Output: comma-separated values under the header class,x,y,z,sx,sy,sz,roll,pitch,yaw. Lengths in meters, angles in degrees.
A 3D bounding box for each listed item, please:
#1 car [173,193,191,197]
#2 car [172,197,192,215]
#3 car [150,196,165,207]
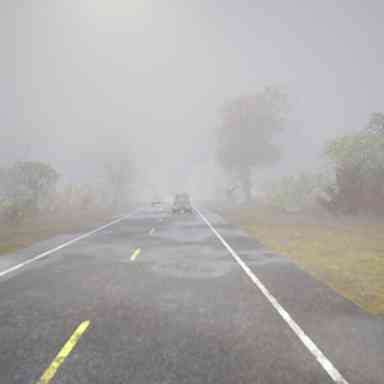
class,x,y,z,sx,sy,sz,roll,pitch,yaw
car,-1.379,1.128,45.560,2.150,2.045,5.566,-1,1,-1
car,-0.993,1.518,33.127,1.895,1.301,4.718,-1,0,-2
car,-5.011,1.340,48.881,2.033,1.411,5.357,-1,0,-2
